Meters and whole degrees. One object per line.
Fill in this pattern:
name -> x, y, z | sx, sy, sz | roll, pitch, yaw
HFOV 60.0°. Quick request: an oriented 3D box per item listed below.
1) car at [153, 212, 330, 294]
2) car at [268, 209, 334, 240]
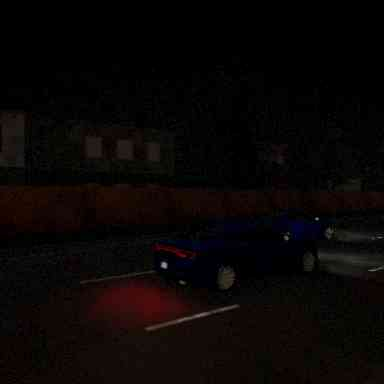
car -> 1.388, 1.520, 9.033 | 5.008, 1.535, 1.882 | 0, 0, -35
car -> 4.685, 1.563, 15.681 | 5.008, 1.535, 1.882 | 0, 0, -35
